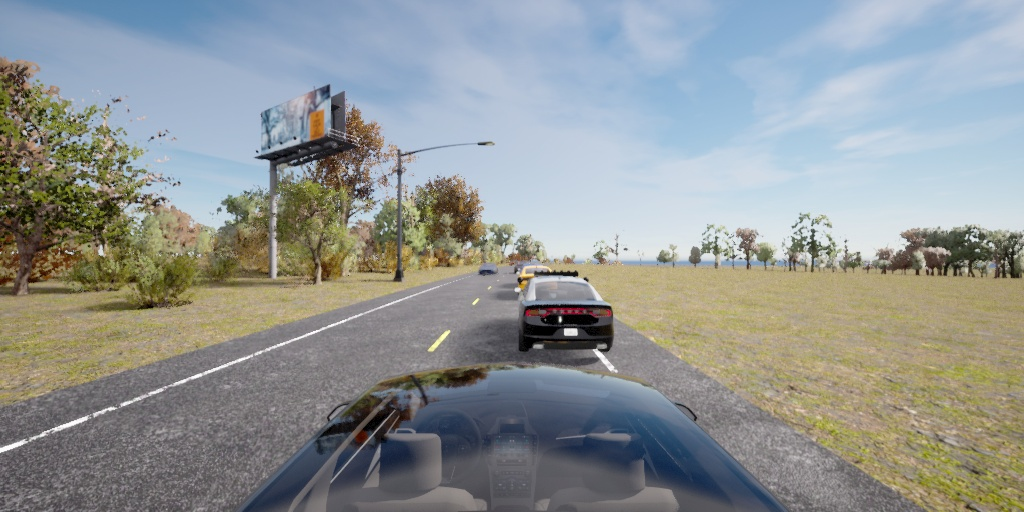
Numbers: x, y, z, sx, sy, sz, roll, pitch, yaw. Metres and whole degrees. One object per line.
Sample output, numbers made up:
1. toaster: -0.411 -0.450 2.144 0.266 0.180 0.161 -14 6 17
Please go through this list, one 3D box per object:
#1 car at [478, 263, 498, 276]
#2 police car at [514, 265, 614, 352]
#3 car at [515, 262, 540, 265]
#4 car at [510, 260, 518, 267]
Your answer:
1. car: -2.590 1.464 40.320 2.033 1.411 5.357 0 0 3
2. police car: 1.093 1.182 9.079 1.930 1.638 5.238 0 0 1
3. car: 1.263 1.262 18.934 1.882 1.535 5.008 0 0 1
4. car: 1.310 1.452 45.649 2.128 1.511 4.902 0 0 4
